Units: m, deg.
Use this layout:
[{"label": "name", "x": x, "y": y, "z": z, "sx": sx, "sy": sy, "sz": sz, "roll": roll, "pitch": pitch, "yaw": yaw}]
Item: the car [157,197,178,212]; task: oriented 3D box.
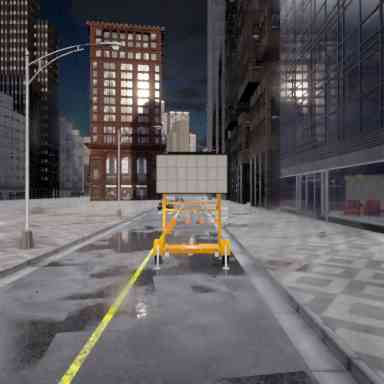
[{"label": "car", "x": -3.118, "y": 1.582, "z": 40.226, "sx": 2.033, "sy": 1.411, "sz": 5.357, "roll": 0, "pitch": 0, "yaw": 0}]

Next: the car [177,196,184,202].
[{"label": "car", "x": -3.036, "y": 1.682, "z": 80.500, "sx": 1.812, "sy": 1.442, "sz": 4.674, "roll": 0, "pitch": 0, "yaw": 0}]

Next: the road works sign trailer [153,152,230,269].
[{"label": "road works sign trailer", "x": -0.004, "y": 0.465, "z": 11.091, "sx": 2.380, "sy": 3.560, "sz": 2.880, "roll": 0, "pitch": 0, "yaw": 0}]
